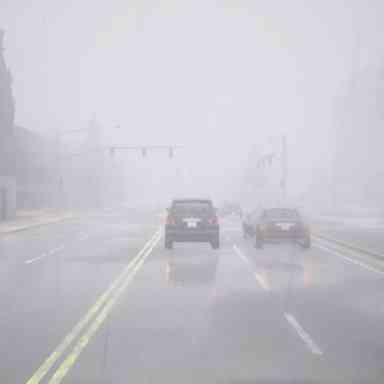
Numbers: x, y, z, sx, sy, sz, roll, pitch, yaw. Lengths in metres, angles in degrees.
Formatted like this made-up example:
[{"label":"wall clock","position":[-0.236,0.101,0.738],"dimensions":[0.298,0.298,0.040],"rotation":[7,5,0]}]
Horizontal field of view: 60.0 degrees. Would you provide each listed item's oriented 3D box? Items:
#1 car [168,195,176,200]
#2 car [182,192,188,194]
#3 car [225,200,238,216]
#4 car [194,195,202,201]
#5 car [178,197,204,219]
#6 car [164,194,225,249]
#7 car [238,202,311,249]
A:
[{"label":"car","position":[-5.505,1.574,92.779],"dimensions":[1.895,1.301,4.718],"rotation":[0,0,-2]},{"label":"car","position":[-1.875,1.479,87.892],"dimensions":[1.837,1.490,4.892],"rotation":[0,0,-2]},{"label":"car","position":[3.373,1.515,29.767],"dimensions":[1.837,1.490,4.892],"rotation":[0,0,-1]},{"label":"car","position":[1.618,1.516,88.216],"dimensions":[1.994,1.385,4.181],"rotation":[0,0,-2]},{"label":"car","position":[-0.125,1.364,29.658],"dimensions":[2.097,1.767,4.553],"rotation":[0,0,-1]},{"label":"car","position":[0.000,1.256,14.680],"dimensions":[2.150,2.045,5.566],"rotation":[0,0,0]},{"label":"car","position":[3.500,1.364,14.620],"dimensions":[2.097,1.767,4.553],"rotation":[0,0,0]}]
